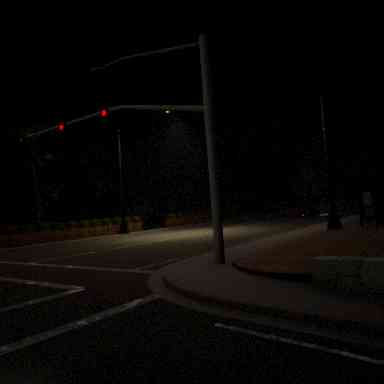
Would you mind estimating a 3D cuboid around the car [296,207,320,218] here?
[{"bbox_3d":[15.483,2.675,44.233,1.895,1.301,4.718,-6,-4,37],"label":"car"}]
